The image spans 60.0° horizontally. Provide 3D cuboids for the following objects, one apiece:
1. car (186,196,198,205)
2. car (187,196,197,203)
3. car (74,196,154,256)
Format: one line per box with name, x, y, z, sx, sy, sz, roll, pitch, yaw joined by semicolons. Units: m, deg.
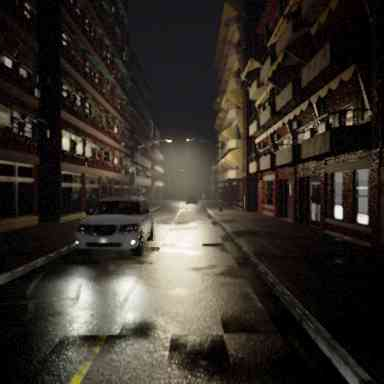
car;-0.002;1.528;56.975;1.994;1.385;4.181;0;0;0
car;-0.003;1.490;66.998;1.812;1.442;4.674;0;0;0
car;-2.825;1.205;13.342;2.150;2.045;5.566;0;0;0
